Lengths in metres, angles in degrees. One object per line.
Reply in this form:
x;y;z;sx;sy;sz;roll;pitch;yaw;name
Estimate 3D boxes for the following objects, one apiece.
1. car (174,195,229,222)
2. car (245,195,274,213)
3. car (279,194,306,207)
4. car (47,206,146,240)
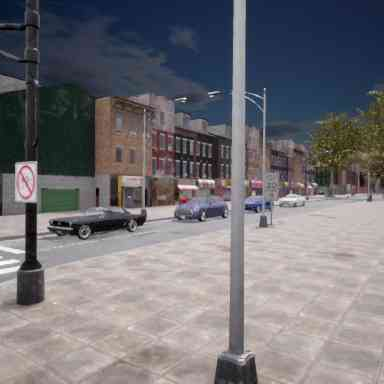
0.725;1.038;23.530;2.097;1.767;4.553;1;1;35;car
5.992;1.049;30.906;1.882;1.535;5.008;1;1;35;car
11.822;0.979;39.040;1.812;1.442;4.674;1;1;36;car
-4.487;1.408;16.229;1.895;1.301;4.718;1;1;35;car
